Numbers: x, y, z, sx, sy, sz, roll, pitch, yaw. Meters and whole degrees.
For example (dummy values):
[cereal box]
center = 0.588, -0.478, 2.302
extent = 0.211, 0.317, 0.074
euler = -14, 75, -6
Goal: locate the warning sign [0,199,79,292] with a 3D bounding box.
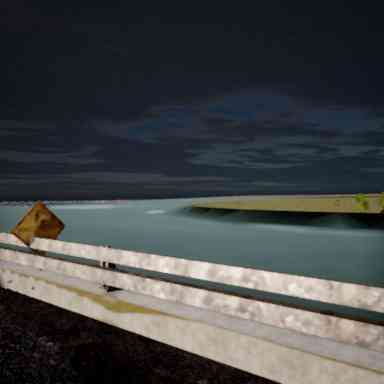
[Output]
[warning sign]
center = -3.505, 1.117, 7.649
extent = 1.060, 1.860, 1.300
euler = -1, 0, 36
